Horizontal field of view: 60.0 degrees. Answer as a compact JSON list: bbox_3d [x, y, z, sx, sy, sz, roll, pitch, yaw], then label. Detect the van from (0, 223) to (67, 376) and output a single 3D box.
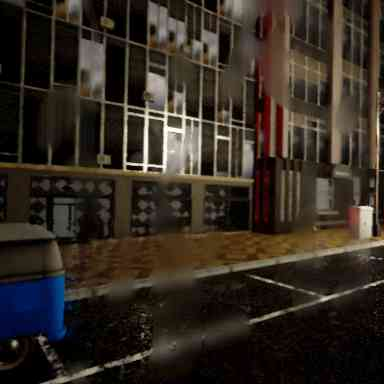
[{"bbox_3d":[-3.603,1.336,3.979,3.998,1.788,1.690,1,1,-35],"label":"van"}]
